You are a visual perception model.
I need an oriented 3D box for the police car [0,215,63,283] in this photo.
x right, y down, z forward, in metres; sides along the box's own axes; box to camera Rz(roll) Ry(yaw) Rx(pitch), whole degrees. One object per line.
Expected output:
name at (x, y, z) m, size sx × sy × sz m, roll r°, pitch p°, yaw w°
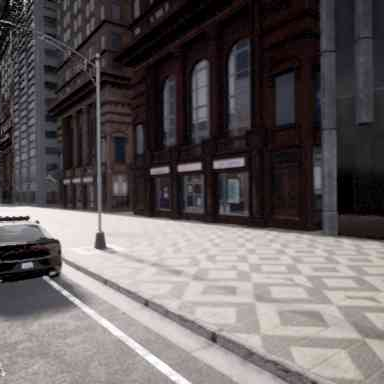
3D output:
police car at (-5.349, 1.511, 9.710) m, size 1.930 × 1.638 × 5.238 m, roll -1°, pitch 0°, yaw -37°
